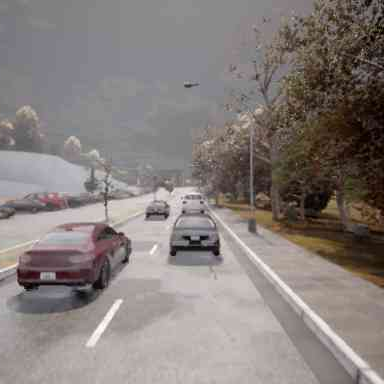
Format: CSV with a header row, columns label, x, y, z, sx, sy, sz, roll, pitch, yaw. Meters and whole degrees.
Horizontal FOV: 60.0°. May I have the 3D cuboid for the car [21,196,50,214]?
label,x,y,z,sx,sy,sz,roll,pitch,yaw
car,-16.860,1.411,32.799,4.674,1.452,2.002,-1,1,-20

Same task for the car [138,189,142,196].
label,x,y,z,sx,sy,sz,roll,pitch,yaw
car,-16.657,0.585,86.770,5.366,1.575,1.946,-1,1,-20

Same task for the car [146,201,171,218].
label,x,y,z,sx,sy,sz,roll,pitch,yaw
car,-2.899,1.464,29.147,2.033,1.411,5.357,0,1,0

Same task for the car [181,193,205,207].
label,x,y,z,sx,sy,sz,roll,pitch,yaw
car,0.101,1.091,33.369,2.150,2.045,5.566,0,1,0

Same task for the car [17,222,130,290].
label,x,y,z,sx,sy,sz,roll,pitch,yaw
car,-2.912,1.534,9.011,1.812,1.442,4.674,0,0,0

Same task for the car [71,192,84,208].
label,x,y,z,sx,sy,sz,roll,pitch,yaw
car,-16.837,1.004,41.762,5.566,2.045,2.435,-1,1,-20

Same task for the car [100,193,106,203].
label,x,y,z,sx,sy,sz,roll,pitch,yaw
car,-16.846,1.134,53.680,4.674,1.452,2.002,-1,1,-20

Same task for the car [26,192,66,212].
label,x,y,z,sx,sy,sz,roll,pitch,yaw
car,-16.892,1.086,35.766,5.566,2.045,2.435,-1,1,-20

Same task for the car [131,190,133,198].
label,x,y,z,sx,sy,sz,roll,pitch,yaw
car,-16.839,0.797,77.699,4.674,1.452,2.002,-1,1,-20

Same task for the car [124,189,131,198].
label,x,y,z,sx,sy,sz,roll,pitch,yaw
car,-17.009,0.805,74.626,5.366,1.575,1.946,-1,1,-20

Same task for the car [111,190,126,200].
label,x,y,z,sx,sy,sz,roll,pitch,yaw
car,-16.815,0.918,68.703,4.792,1.488,2.163,-1,1,-20

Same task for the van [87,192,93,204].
label,x,y,z,sx,sy,sz,roll,pitch,yaw
van,-16.966,0.951,47.670,4.442,1.987,1.878,-1,1,-20

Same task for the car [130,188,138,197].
label,x,y,z,sx,sy,sz,roll,pitch,yaw
car,-16.810,0.458,80.713,5.566,2.045,2.435,-1,1,-20

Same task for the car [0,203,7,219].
label,x,y,z,sx,sy,sz,roll,pitch,yaw
car,-16.698,1.450,23.914,5.366,1.575,1.946,-1,0,-20

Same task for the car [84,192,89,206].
label,x,y,z,sx,sy,sz,roll,pitch,yaw
car,-16.850,1.217,44.733,4.892,1.521,2.231,-1,1,-20

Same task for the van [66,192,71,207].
label,x,y,z,sx,sy,sz,roll,pitch,yaw
van,-16.755,1.069,38.809,4.442,1.987,1.878,-1,1,-20

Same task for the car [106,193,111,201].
label,x,y,z,sx,sy,sz,roll,pitch,yaw
car,-16.823,1.082,56.698,4.792,1.488,2.163,-1,1,-20

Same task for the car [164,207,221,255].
label,x,y,z,sx,sy,sz,roll,pitch,yaw
car,0.101,1.554,13.394,2.033,1.411,5.357,0,0,0

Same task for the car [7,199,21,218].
label,x,y,z,sx,sy,sz,roll,pitch,yaw
car,-16.840,1.462,26.842,4.792,1.488,2.163,-1,0,-20

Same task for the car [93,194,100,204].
label,x,y,z,sx,sy,sz,roll,pitch,yaw
car,-16.825,1.008,50.706,4.553,1.767,2.185,-1,1,-20

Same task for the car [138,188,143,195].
label,x,y,z,sx,sy,sz,roll,pitch,yaw
car,-16.856,0.276,89.692,5.566,2.045,2.435,-1,2,-20
